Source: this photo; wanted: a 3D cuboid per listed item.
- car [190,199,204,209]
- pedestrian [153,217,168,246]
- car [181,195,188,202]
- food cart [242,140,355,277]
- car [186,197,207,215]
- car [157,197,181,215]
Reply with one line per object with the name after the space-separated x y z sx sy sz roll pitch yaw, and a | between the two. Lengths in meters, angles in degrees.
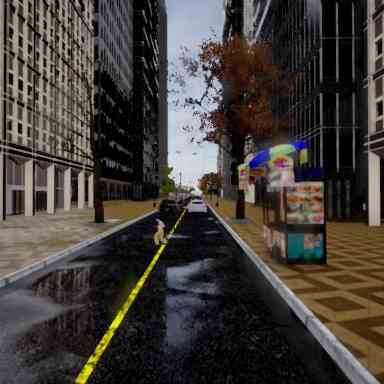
0.696 1.609 45.462 1.895 1.301 4.718 0 0 1 | car
-1.281 1.576 13.661 0.375 1.300 0.375 1 -1 1 | pedestrian
-1.746 1.538 75.436 2.128 1.511 4.902 0 0 1 | car
3.137 0.467 11.053 2.280 3.560 4.660 -1 -1 1 | food cart
0.540 1.531 33.539 1.812 1.442 4.674 0 0 0 | car
-2.394 1.510 34.217 1.837 1.490 4.892 0 0 1 | car
